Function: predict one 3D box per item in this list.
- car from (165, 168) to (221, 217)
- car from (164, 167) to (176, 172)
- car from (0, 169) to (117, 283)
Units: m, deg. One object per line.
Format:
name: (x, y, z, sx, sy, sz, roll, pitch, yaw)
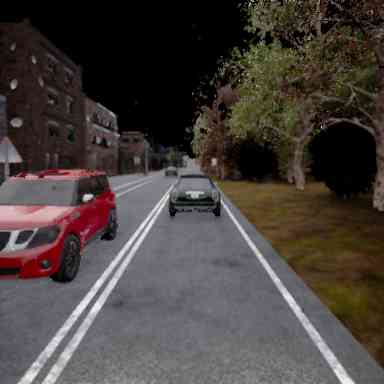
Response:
car: (0.116, -0.028, 14.995, 2.097, 1.767, 4.553, 0, 6, 0)
car: (-3.167, -3.137, 51.517, 1.837, 1.490, 4.892, 0, 4, 1)
car: (-3.344, 0.519, 8.034, 2.150, 2.045, 5.566, 0, 6, 0)
